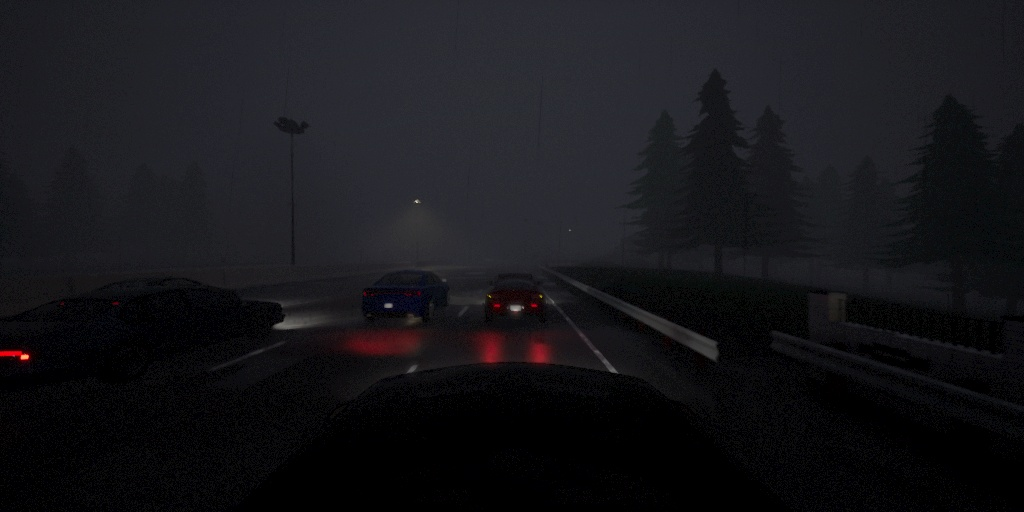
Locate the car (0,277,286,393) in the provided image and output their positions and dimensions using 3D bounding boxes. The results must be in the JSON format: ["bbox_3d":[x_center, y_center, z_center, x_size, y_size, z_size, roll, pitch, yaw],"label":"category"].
[{"bbox_3d":[-6.899,1.288,6.979,2.033,1.411,5.357,0,0,0],"label":"car"}]

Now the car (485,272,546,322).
[{"bbox_3d":[0.102,1.257,12.112,1.812,1.442,4.674,0,0,0],"label":"car"}]

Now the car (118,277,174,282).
[{"bbox_3d":[-10.398,1.297,10.716,1.994,1.385,4.181,0,0,0],"label":"car"}]

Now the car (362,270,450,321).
[{"bbox_3d":[-3.399,1.208,12.345,1.882,1.535,5.008,0,0,0],"label":"car"}]
